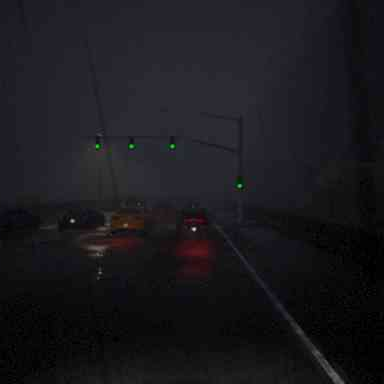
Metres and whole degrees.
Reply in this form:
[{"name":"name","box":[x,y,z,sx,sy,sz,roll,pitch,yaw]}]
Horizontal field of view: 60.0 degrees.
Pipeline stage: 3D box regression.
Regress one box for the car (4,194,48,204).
[{"name":"car","box":[-20.920,1.326,42.235,2.150,2.045,5.566,0,0,0]}]

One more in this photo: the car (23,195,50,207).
[{"name":"car","box":[-24.342,1.408,52.293,2.097,1.767,4.553,0,0,0]}]

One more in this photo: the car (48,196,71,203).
[{"name":"car","box":[-20.841,1.407,52.428,2.097,1.767,4.553,0,0,0]}]

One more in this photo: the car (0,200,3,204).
[{"name":"car","box":[-20.994,1.458,32.351,2.097,1.767,4.553,0,0,0]}]

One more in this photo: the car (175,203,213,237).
[{"name":"car","box":[0.101,1.592,18.843,1.837,1.490,4.892,0,0,0]}]

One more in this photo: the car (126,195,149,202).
[{"name":"car","box":[-6.832,1.463,40.175,2.097,1.767,4.553,0,0,0]}]

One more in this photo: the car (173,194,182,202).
[{"name":"car","box":[-3.191,1.214,71.544,2.097,1.767,4.553,0,1,0]}]

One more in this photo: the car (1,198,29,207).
[{"name":"car","box":[-27.840,1.654,52.510,1.895,1.301,4.718,0,0,0]}]

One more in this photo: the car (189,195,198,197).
[{"name":"car","box":[0.309,1.412,71.550,1.994,1.385,4.181,0,1,0]}]

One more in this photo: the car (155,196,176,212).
[{"name":"car","box":[-3.334,1.616,39.941,1.837,1.490,4.892,0,0,0]}]

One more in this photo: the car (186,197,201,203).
[{"name":"car","box":[0.177,1.675,41.439,1.994,1.385,4.181,0,0,0]}]

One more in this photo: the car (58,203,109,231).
[{"name":"car","box":[-6.900,1.661,21.211,1.994,1.385,4.181,0,0,0]}]

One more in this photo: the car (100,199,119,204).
[{"name":"car","box":[-10.321,1.585,41.818,1.882,1.535,5.008,0,0,0]}]

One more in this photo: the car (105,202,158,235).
[{"name":"car","box":[-3.400,1.568,19.600,1.882,1.535,5.008,0,0,0]}]

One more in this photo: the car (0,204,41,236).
[{"name":"car","box":[-10.413,1.612,19.028,1.812,1.442,4.674,0,0,0]}]
